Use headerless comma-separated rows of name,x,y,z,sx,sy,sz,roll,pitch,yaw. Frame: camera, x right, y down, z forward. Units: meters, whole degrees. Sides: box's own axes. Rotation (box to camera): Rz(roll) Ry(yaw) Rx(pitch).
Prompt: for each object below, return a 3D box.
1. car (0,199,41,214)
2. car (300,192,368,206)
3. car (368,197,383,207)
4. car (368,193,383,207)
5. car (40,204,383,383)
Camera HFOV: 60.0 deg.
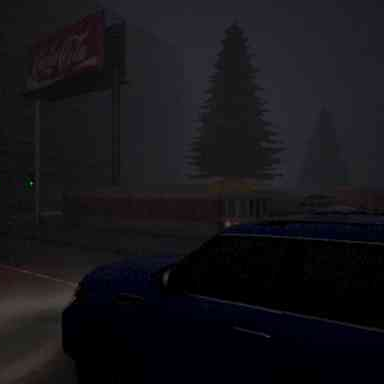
car,-18.604,1.526,35.779,1.812,1.442,4.674,0,0,35
car,9.169,1.149,22.010,3.866,1.878,1.905,0,0,35
car,11.109,1.338,24.067,4.193,1.474,1.816,0,0,35
car,26.613,1.285,47.798,3.988,1.617,1.851,0,0,35
car,1.116,1.223,3.199,5.566,2.045,2.150,0,0,36
